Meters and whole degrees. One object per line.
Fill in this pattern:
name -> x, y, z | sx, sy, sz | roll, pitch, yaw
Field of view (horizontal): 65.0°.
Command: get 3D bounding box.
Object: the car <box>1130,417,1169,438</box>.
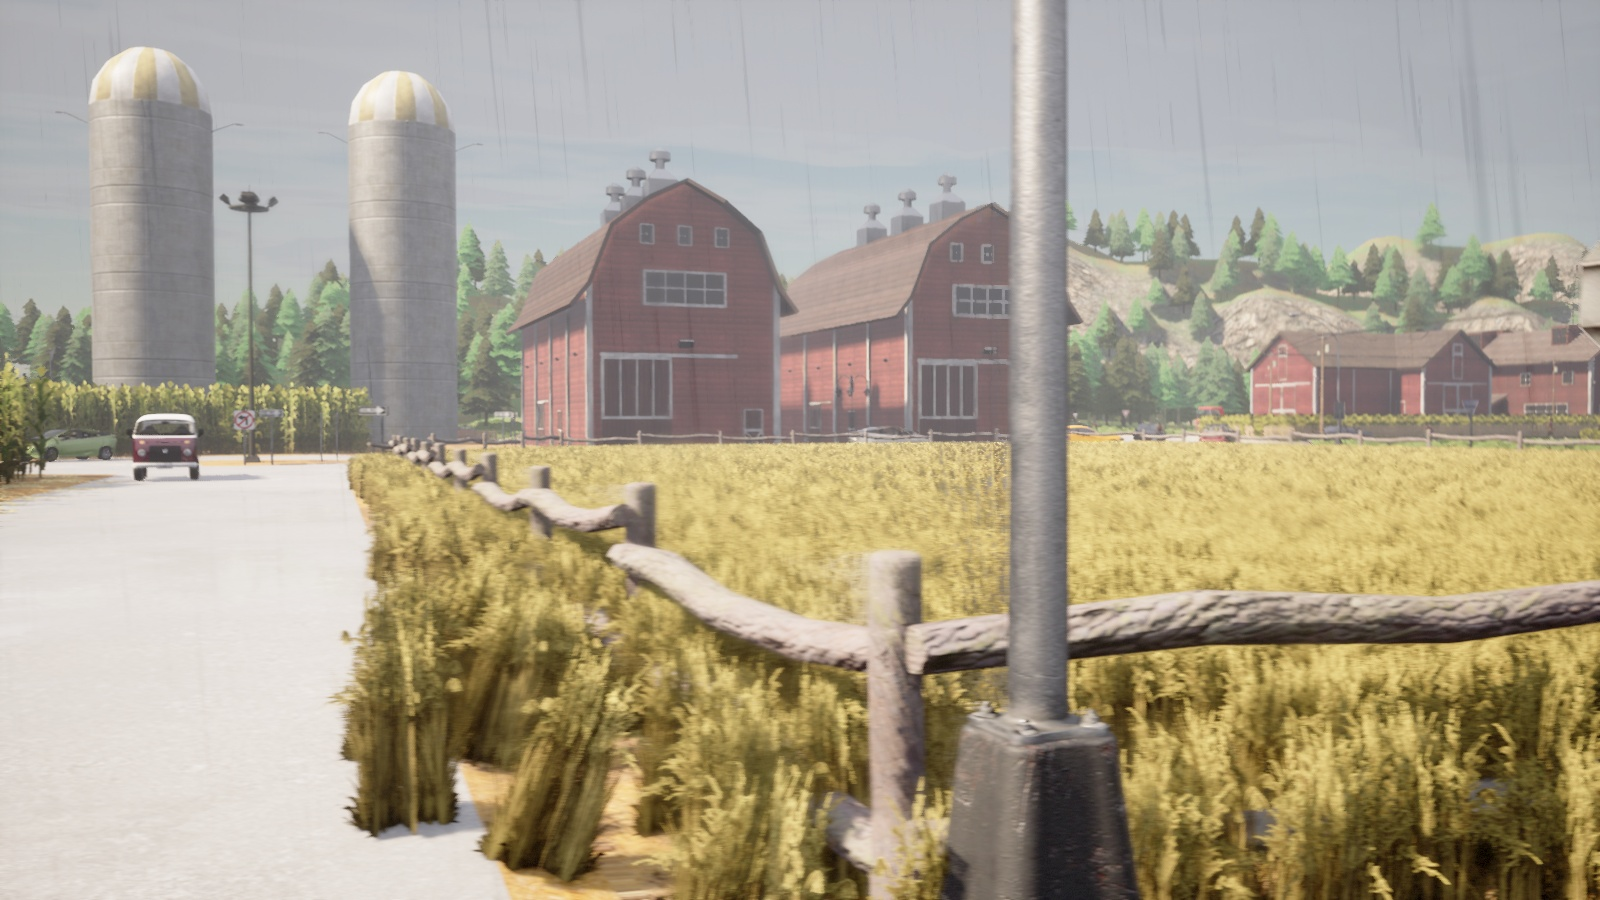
car -> 26.063, -1.711, 93.784 | 2.163, 1.488, 4.792 | -1, 1, 7

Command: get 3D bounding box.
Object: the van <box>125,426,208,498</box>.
van -> -19.538, 0.318, 38.890 | 2.069, 2.038, 4.480 | -2, 1, -25

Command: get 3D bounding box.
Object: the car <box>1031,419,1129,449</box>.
car -> 15.678, -0.904, 70.450 | 5.008, 1.535, 1.882 | -1, 1, -3

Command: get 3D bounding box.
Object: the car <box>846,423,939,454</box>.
car -> 4.941, -0.620, 67.220 | 4.514, 1.525, 2.007 | -2, 1, -24

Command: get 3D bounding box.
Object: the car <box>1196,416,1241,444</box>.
car -> 24.878, -1.227, 74.592 | 1.789, 1.549, 3.705 | -1, 2, 31

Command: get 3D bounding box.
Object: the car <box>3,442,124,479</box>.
car -> -34.122, 0.466, 58.358 | 2.007, 1.525, 4.514 | -1, 1, 22
